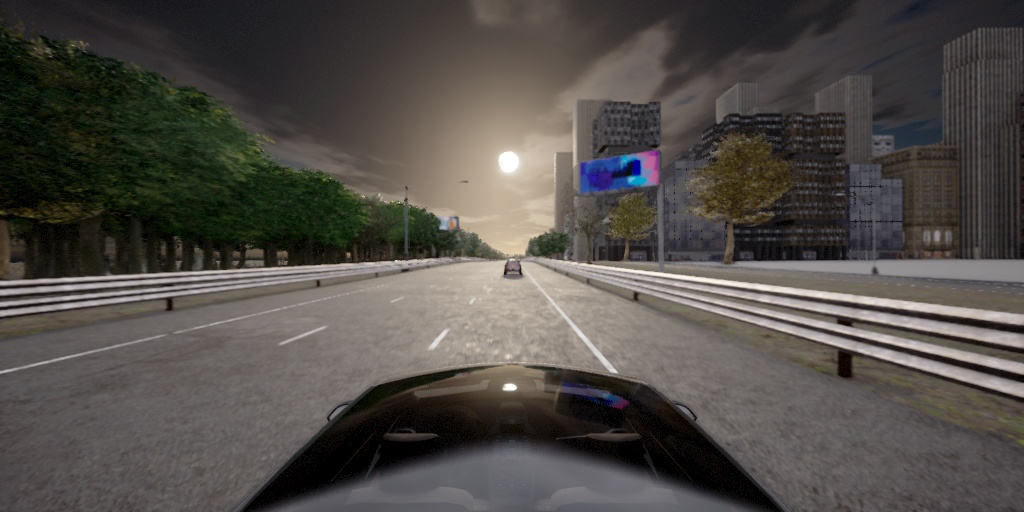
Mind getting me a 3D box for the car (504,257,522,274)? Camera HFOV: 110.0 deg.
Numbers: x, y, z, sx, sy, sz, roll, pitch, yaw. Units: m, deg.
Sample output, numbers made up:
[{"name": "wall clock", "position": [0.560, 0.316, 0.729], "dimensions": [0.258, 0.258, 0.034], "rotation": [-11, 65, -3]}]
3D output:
[{"name": "car", "position": [0.109, 1.122, 39.549], "dimensions": [2.033, 1.649, 4.856], "rotation": [0, 1, 0]}]
